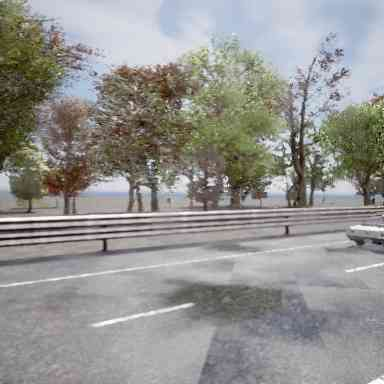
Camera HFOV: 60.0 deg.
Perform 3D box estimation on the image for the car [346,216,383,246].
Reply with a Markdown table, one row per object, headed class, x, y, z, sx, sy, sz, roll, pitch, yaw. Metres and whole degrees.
| class | x | y | z | sx | sy | sz | roll | pitch | yaw |
| --- | --- | --- | --- | --- | --- | --- | --- | --- | --- |
| car | 8.809 | 1.664 | 14.261 | 4.718 | 1.301 | 1.895 | 0 | 0 | -32 |
